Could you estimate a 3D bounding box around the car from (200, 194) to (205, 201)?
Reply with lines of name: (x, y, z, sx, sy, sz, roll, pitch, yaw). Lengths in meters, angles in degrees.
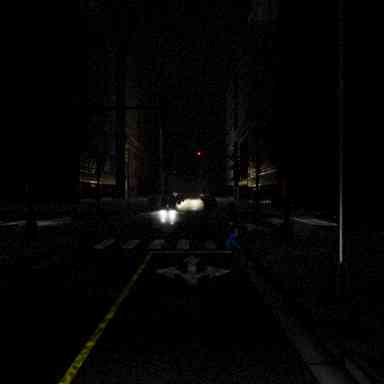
car: (3.001, 1.499, 67.036, 1.802, 1.307, 4.206, 0, 0, 0)

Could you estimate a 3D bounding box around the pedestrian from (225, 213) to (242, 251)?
pedestrian: (1.562, 1.571, 12.575, 0.375, 1.300, 0.375, 0, 0, 0)

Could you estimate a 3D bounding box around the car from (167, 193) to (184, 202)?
car: (-2.819, 1.419, 56.232, 1.882, 1.535, 5.008, 0, 1, 0)

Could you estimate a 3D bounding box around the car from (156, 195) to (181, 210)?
car: (-2.919, 1.455, 42.623, 2.128, 1.511, 4.902, 0, 0, 1)

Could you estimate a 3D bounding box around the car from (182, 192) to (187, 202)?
car: (-2.649, 1.264, 70.399, 2.097, 1.767, 4.553, 0, 0, 0)

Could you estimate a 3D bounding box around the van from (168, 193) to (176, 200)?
van: (-5.373, 1.193, 89.685, 1.690, 1.788, 3.998, 0, 0, 0)

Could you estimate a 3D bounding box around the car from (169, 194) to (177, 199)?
car: (-5.337, 1.378, 95.333, 1.887, 1.381, 4.507, 0, 0, 0)

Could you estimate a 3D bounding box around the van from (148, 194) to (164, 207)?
van: (-5.635, 1.293, 50.144, 1.690, 1.788, 3.998, 0, 0, 0)

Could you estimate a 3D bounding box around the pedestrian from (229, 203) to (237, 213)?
pedestrian: (1.608, 1.290, 13.203, 0.375, 1.860, 0.375, 0, 0, 0)

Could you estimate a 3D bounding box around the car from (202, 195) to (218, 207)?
car: (2.889, 1.518, 50.089, 1.947, 1.339, 4.313, 0, 0, 0)

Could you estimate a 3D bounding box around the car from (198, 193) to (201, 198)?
car: (3.076, 1.432, 78.334, 1.887, 1.381, 4.507, 0, 0, 0)

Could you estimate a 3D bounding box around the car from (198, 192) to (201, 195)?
car: (3.187, 1.416, 95.281, 1.802, 1.307, 4.206, 0, 0, 0)

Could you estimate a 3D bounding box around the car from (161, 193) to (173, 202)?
car: (-5.485, 1.218, 72.739, 2.192, 1.841, 5.009, 0, 0, 0)

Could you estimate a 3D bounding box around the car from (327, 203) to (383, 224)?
car: (13.507, 1.722, 26.077, 4.674, 1.442, 1.812, 1, 0, 0)

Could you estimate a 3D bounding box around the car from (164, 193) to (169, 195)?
car: (-5.523, 1.357, 67.090, 1.967, 1.590, 4.097, 0, 0, 0)

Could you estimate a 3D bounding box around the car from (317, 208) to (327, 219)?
car: (13.628, 1.713, 29.344, 4.892, 1.490, 1.837, 0, 0, 1)

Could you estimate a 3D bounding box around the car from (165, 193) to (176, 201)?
car: (-5.411, 1.185, 84.036, 2.192, 1.841, 5.009, 0, 0, 0)

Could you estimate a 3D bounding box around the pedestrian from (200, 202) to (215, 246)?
pedestrian: (0.652, 1.290, 13.805, 0.375, 1.860, 0.375, 0, 0, 0)
